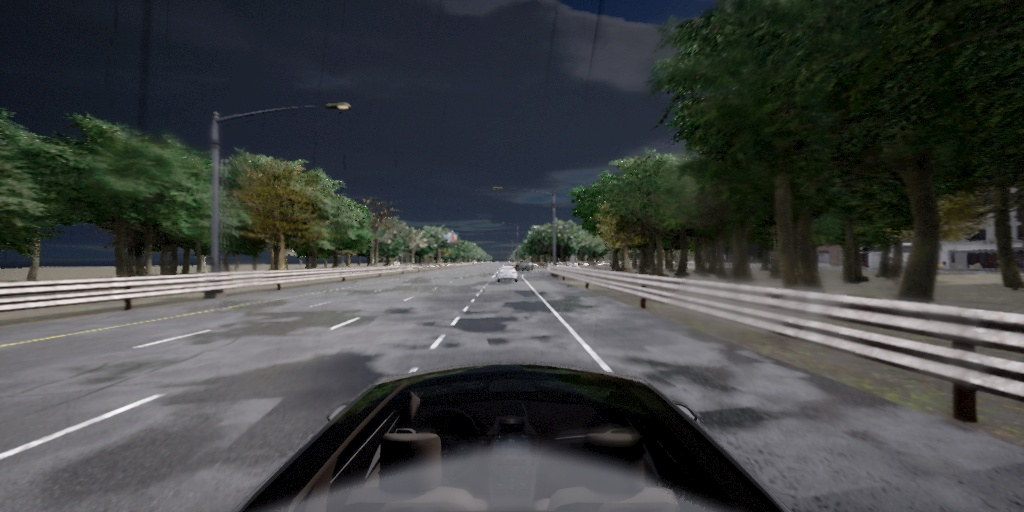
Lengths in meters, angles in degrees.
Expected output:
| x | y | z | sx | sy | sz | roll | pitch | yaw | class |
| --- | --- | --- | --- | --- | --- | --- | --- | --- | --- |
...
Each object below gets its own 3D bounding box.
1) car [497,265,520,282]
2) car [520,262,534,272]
| x | y | z | sx | sy | sz | roll | pitch | yaw | class |
| --- | --- | --- | --- | --- | --- | --- | --- | --- | --- |
| -0.434 | 1.707 | 34.957 | 1.812 | 1.442 | 4.674 | 0 | -1 | -1 | car |
| 2.646 | 1.892 | 64.700 | 2.097 | 1.767 | 4.553 | 0 | -1 | 16 | car |
